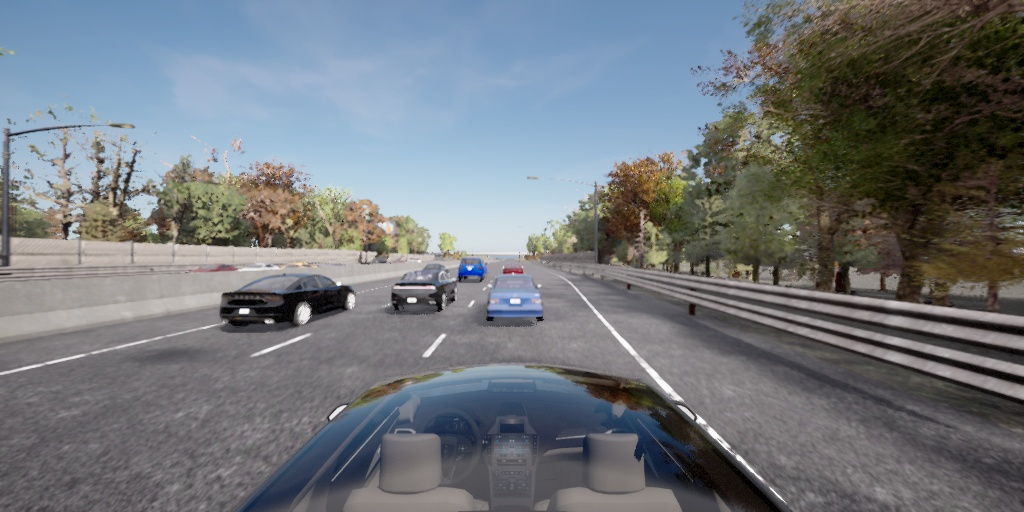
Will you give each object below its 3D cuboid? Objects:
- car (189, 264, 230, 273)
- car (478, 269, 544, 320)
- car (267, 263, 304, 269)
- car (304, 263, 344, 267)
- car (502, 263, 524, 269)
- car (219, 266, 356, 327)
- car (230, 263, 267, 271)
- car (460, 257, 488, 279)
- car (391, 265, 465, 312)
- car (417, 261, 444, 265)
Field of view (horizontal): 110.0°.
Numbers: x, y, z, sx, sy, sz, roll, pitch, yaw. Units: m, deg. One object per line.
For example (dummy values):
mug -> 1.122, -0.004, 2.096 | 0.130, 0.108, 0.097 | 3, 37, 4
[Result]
car -> -27.922, 1.451, 33.779 | 1.812, 1.442, 4.674 | 0, 0, -1
car -> 0.095, 1.356, 12.784 | 2.033, 1.411, 5.357 | 0, 0, 0
car -> -21.098, 1.412, 35.084 | 1.882, 1.535, 5.008 | 0, 0, 0
car -> -17.602, 1.482, 35.107 | 2.033, 1.411, 5.357 | 0, 0, 0
car -> 0.095, 1.410, 34.206 | 1.882, 1.535, 5.008 | 0, 0, 0
car -> -6.911, 1.280, 11.733 | 1.882, 1.535, 5.008 | 0, 0, 0
car -> -24.598, 1.460, 35.076 | 1.812, 1.442, 4.674 | 0, 0, 0
car -> -3.405, 1.138, 31.681 | 2.150, 2.045, 5.566 | 0, 0, 0
car -> -3.406, 1.310, 14.654 | 2.128, 1.511, 4.902 | 0, 0, 0
car -> -6.906, 1.427, 32.728 | 1.837, 1.490, 4.892 | 0, 0, 0
